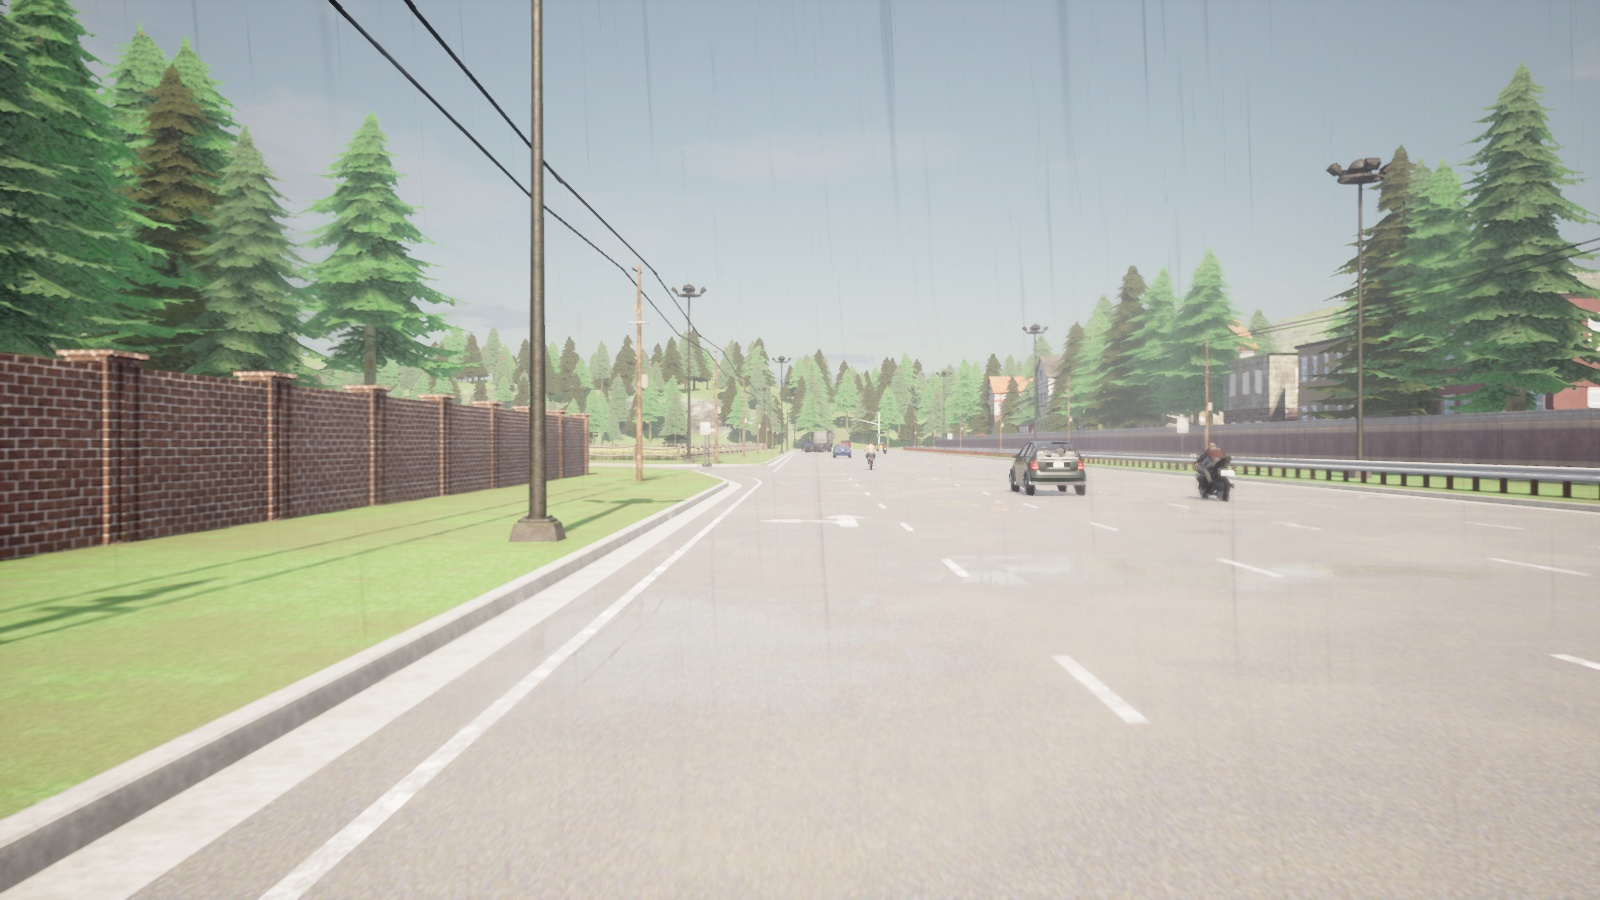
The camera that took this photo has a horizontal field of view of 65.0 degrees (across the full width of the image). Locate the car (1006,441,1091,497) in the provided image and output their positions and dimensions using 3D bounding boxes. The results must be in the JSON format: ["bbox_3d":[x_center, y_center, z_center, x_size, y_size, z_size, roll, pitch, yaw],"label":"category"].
[{"bbox_3d":[7.226,0.523,36.857,1.789,1.549,3.705,0,0,0],"label":"car"}]

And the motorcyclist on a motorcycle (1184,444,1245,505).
[{"bbox_3d":[10.701,0.607,32.492,0.866,1.530,2.191,0,0,0],"label":"motorcyclist on a motorcycle"}]
